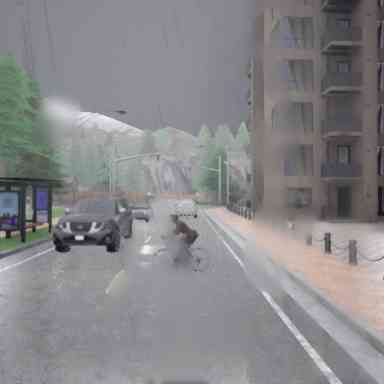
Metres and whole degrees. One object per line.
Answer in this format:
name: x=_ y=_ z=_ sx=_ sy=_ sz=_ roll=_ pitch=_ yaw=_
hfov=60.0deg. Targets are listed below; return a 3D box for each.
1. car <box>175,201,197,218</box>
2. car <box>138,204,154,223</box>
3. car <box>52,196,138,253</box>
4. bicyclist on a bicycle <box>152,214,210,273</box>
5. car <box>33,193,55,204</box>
car: x=-0.533 y=1.523 z=29.921 sx=1.812 sy=1.442 sz=4.674 roll=0 pitch=0 yaw=-1
car: x=-4.109 y=1.598 z=25.855 sx=1.895 sy=1.301 sz=4.718 roll=0 pitch=0 yaw=-1
car: x=-3.878 y=1.223 z=14.090 sx=2.150 sy=2.045 sz=5.566 roll=0 pitch=0 yaw=-1
bicyclist on a bicycle: x=-0.318 y=1.447 z=9.251 sx=1.656 sy=1.620 sz=0.582 roll=-2 pitch=0 yaw=-1
car: x=-26.311 y=1.153 z=59.282 sx=1.932 sy=1.855 sz=4.605 roll=0 pitch=0 yaw=-3
